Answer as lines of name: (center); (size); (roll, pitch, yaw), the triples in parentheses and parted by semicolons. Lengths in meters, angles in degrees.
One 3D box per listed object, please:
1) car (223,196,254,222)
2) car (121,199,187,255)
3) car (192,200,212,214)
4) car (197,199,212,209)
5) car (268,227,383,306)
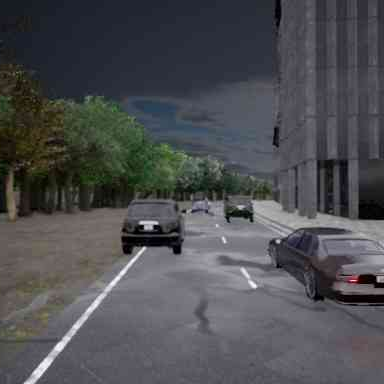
car: (3.867, 1.382, 28.092); (2.150, 2.045, 5.566); (0, 0, 3)
car: (-1.441, 1.310, 13.932); (2.150, 2.045, 5.566); (0, 0, 1)
car: (1.029, 1.733, 39.023); (2.033, 1.411, 5.357); (0, 0, 5)
car: (1.899, 1.812, 49.630); (1.895, 1.301, 4.718); (0, 0, 7)
car: (3.401, 1.614, 8.427); (2.033, 1.411, 5.357); (0, 0, 0)
